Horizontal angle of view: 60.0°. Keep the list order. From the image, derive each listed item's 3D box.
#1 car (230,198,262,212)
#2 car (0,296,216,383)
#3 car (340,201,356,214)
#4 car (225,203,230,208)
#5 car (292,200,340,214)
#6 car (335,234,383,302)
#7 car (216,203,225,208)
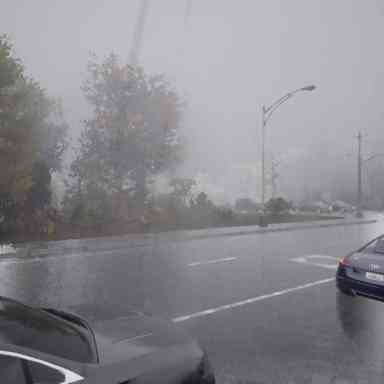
[{"bbox_3d":[8.235,1.831,45.953,2.150,2.045,5.566,0,-3,-32],"label":"car"},{"bbox_3d":[-2.033,1.505,2.297,4.892,1.490,1.837,0,0,-36],"label":"car"},{"bbox_3d":[16.713,1.741,39.052,2.128,1.511,4.902,0,-2,-34],"label":"car"},{"bbox_3d":[6.445,2.564,55.367,2.128,1.511,4.902,0,-3,-32],"label":"car"},{"bbox_3d":[13.534,1.741,37.550,2.128,1.511,4.902,0,-2,-32],"label":"car"},{"bbox_3d":[5.112,1.574,7.402,4.181,1.385,1.994,0,0,-34],"label":"car"},{"bbox_3d":[2.792,2.480,54.602,2.097,1.767,4.553,0,-3,-32],"label":"car"}]
